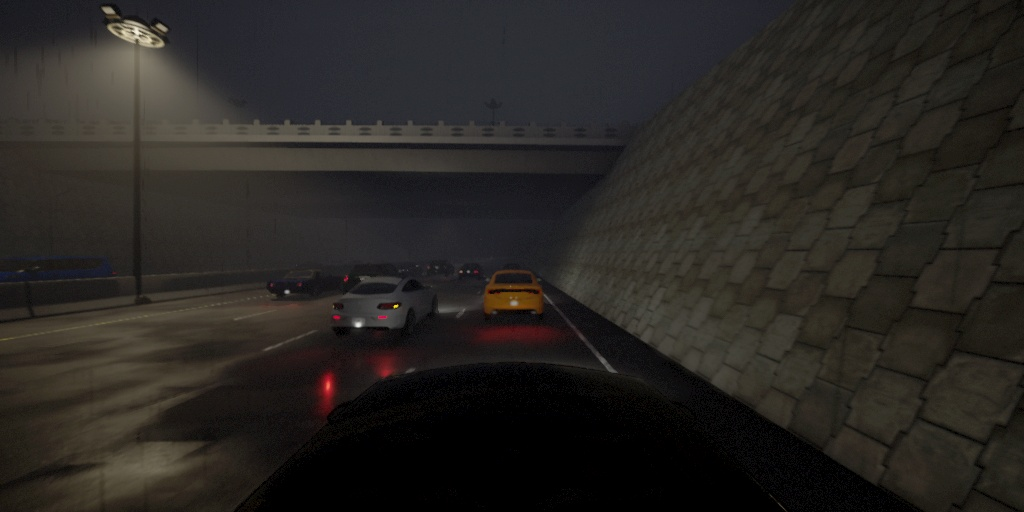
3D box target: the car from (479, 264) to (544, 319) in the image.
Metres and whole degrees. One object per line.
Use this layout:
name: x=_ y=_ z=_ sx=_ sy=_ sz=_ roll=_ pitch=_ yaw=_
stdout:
car: x=0.058 y=1.233 z=12.943 sx=1.882 sy=1.535 sz=5.008 roll=0 pitch=0 yaw=0

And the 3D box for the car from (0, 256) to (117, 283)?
car: x=-21.152 y=1.010 z=15.870 sx=2.150 sy=2.045 sz=5.566 roll=0 pitch=0 yaw=0

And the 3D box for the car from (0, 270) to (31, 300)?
car: x=-24.649 y=1.357 z=15.523 sx=1.994 sy=1.385 sz=4.181 roll=0 pitch=0 yaw=0

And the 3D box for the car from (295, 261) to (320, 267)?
car: x=-31.747 y=1.423 z=56.207 sx=1.895 sy=1.301 sz=4.718 roll=0 pitch=0 yaw=0

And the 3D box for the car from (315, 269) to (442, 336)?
car: x=-3.439 y=1.285 z=10.309 sx=1.812 sy=1.442 sz=4.674 roll=0 pitch=0 yaw=0

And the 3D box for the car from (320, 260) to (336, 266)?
car: x=-28.258 y=1.344 z=57.488 sx=1.812 sy=1.442 sz=4.674 roll=0 pitch=0 yaw=0

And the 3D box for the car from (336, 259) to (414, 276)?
car: x=-6.962 y=1.120 z=18.795 sx=2.097 sy=1.767 sz=4.553 roll=0 pitch=0 yaw=0

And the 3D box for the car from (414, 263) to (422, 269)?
car: x=-10.532 y=1.345 z=36.801 sx=1.994 sy=1.385 sz=4.181 roll=0 pitch=0 yaw=0

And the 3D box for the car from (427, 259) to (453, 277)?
car: x=-7.028 y=1.128 z=35.664 sx=2.097 sy=1.767 sz=4.553 roll=0 pitch=0 yaw=0

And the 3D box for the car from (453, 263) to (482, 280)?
car: x=-3.511 y=1.316 z=31.356 sx=2.033 sy=1.411 sz=5.357 roll=0 pitch=0 yaw=0

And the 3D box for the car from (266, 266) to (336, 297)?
car: x=-10.462 y=1.374 z=18.879 sx=1.895 sy=1.301 sz=4.718 roll=0 pitch=0 yaw=0
